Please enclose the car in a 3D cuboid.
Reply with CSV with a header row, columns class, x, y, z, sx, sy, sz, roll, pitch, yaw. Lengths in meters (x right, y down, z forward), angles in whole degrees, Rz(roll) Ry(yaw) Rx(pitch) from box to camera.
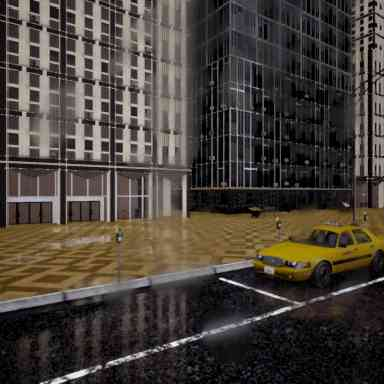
class,x,y,z,sx,sy,sz,roll,pitch,yaw
car,3.784,1.526,9.246,4.829,1.417,1.752,0,0,-35
